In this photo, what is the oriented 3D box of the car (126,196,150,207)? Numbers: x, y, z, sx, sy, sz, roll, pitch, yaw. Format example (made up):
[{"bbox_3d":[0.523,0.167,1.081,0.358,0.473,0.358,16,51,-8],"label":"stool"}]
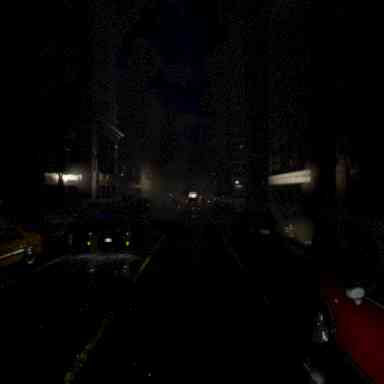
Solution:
[{"bbox_3d":[-5.666,1.328,31.707,2.192,1.841,5.009,0,0,0],"label":"car"}]

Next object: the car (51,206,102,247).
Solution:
[{"bbox_3d":[-5.719,1.554,14.797,2.008,1.369,4.403,0,0,0],"label":"car"}]

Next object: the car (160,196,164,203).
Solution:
[{"bbox_3d":[-5.612,1.574,48.617,2.008,1.369,4.403,0,0,0],"label":"car"}]

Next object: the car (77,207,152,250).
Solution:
[{"bbox_3d":[-3.056,1.568,14.126,1.994,1.385,4.181,0,0,0],"label":"car"}]

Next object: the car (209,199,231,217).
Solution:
[{"bbox_3d":[2.860,1.596,31.686,1.802,1.307,4.206,0,0,0],"label":"car"}]

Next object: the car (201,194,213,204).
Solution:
[{"bbox_3d":[2.965,1.357,65.503,2.192,1.841,5.009,0,0,0],"label":"car"}]

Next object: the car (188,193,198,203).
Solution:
[{"bbox_3d":[0.232,1.552,73.534,2.128,1.511,4.902,0,0,0],"label":"car"}]

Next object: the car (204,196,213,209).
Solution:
[{"bbox_3d":[2.895,1.602,42.959,1.802,1.307,4.206,0,0,0],"label":"car"}]

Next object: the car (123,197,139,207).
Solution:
[{"bbox_3d":[-5.684,1.450,26.070,1.967,1.590,4.097,0,0,0],"label":"car"}]

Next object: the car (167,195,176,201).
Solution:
[{"bbox_3d":[-5.488,1.625,88.073,2.008,1.369,4.403,0,0,0],"label":"car"}]

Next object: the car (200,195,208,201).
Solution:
[{"bbox_3d":[3.036,1.516,88.048,1.967,1.590,4.097,0,0,0],"label":"car"}]

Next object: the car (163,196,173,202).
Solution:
[{"bbox_3d":[-5.523,1.622,76.800,1.947,1.339,4.313,0,0,0],"label":"car"}]

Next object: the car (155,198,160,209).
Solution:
[{"bbox_3d":[-5.630,1.585,42.980,1.947,1.339,4.313,0,0,0],"label":"car"}]

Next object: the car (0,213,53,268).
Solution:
[{"bbox_3d":[-5.737,1.527,8.991,1.752,1.417,4.829,0,0,0],"label":"car"}]

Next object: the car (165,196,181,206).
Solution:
[{"bbox_3d":[-2.890,1.555,55.016,1.812,1.442,4.674,0,0,1],"label":"car"}]

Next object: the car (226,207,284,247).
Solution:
[{"bbox_3d":[2.806,1.571,14.777,1.947,1.339,4.313,0,0,0],"label":"car"}]

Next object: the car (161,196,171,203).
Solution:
[{"bbox_3d":[-5.541,1.630,71.163,1.802,1.307,4.206,0,0,0],"label":"car"}]

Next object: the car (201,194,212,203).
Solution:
[{"bbox_3d":[2.983,1.364,71.139,2.192,1.841,5.009,0,0,0],"label":"car"}]

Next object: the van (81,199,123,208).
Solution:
[{"bbox_3d":[-5.702,1.348,20.434,1.690,1.788,3.998,0,0,0],"label":"van"}]

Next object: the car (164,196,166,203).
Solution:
[{"bbox_3d":[-5.560,1.566,65.357,1.752,1.417,4.829,0,0,0],"label":"car"}]

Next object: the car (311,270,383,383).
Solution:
[{"bbox_3d":[2.770,1.441,3.504,1.967,1.590,4.097,0,0,0],"label":"car"}]

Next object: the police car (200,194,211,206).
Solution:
[{"bbox_3d":[2.542,1.455,55.596,1.930,1.638,5.238,0,0,0],"label":"police car"}]

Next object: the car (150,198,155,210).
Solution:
[{"bbox_3d":[-5.648,1.582,37.344,1.947,1.339,4.313,0,0,0],"label":"car"}]
